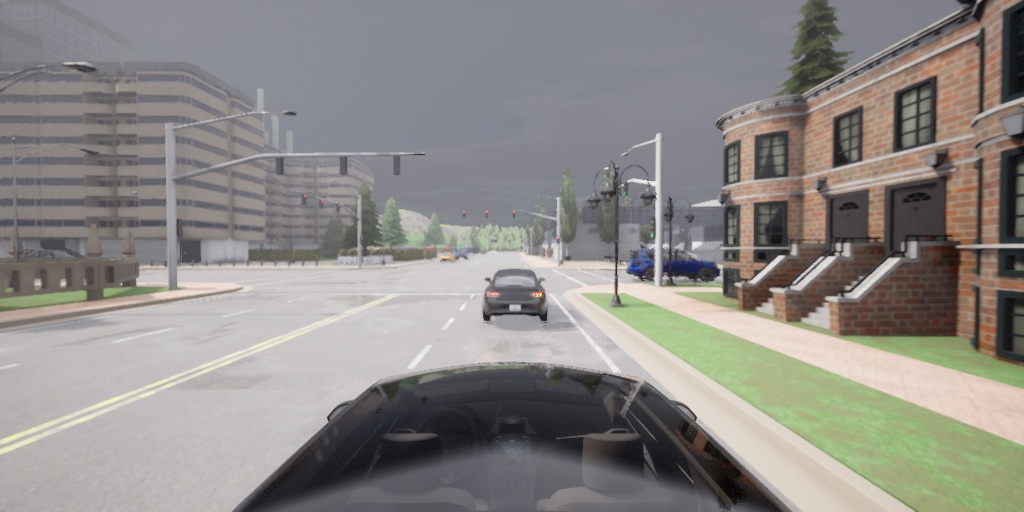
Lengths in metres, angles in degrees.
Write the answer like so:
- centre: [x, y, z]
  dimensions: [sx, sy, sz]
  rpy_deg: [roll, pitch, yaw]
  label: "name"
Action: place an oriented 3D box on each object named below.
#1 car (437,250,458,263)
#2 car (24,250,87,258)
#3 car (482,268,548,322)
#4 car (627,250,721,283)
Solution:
- centre: [-10.506, 0.268, 58.315]
  dimensions: [1.882, 1.535, 5.008]
  rpy_deg: [0, 1, 1]
  label: "car"
- centre: [-34.069, 0.544, 26.850]
  dimensions: [5.566, 2.045, 2.150]
  rpy_deg: [0, 1, 0]
  label: "car"
- centre: [0.090, 1.112, 11.391]
  dimensions: [1.812, 1.442, 4.674]
  rpy_deg: [0, 1, 0]
  label: "car"
- centre: [10.389, 0.606, 23.276]
  dimensions: [5.566, 2.045, 2.150]
  rpy_deg: [0, 1, 3]
  label: "car"
